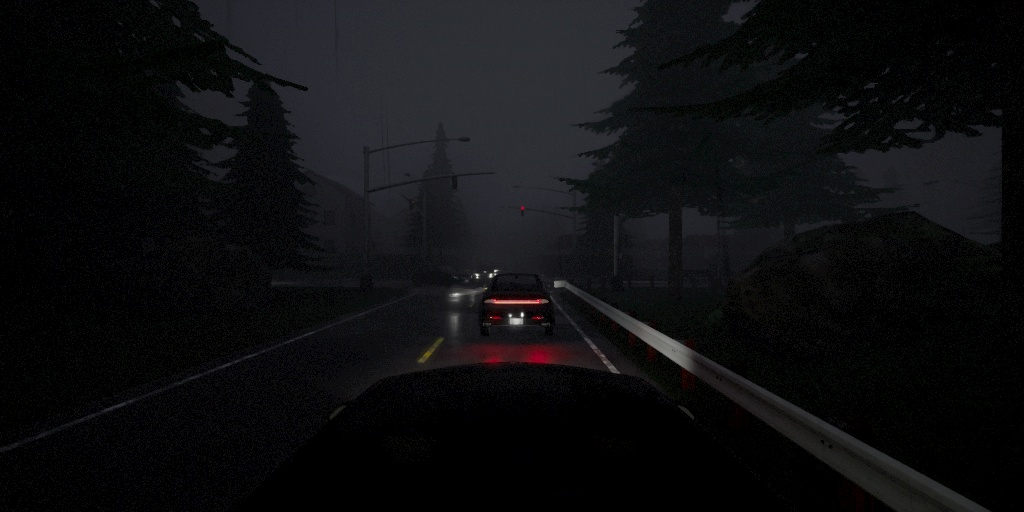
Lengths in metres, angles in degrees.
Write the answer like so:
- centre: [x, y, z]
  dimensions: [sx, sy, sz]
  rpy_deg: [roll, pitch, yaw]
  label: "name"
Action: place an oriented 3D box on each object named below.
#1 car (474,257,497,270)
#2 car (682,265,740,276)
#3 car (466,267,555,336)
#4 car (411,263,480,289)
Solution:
- centre: [-3.224, 1.227, 44.079]
  dimensions: [1.882, 1.535, 5.008]
  rpy_deg: [0, 0, 1]
  label: "car"
- centre: [15.550, 1.336, 28.461]
  dimensions: [4.718, 1.301, 1.895]
  rpy_deg: [0, 0, 1]
  label: "car"
- centre: [0.134, 1.242, 10.395]
  dimensions: [2.128, 1.511, 4.902]
  rpy_deg: [0, 0, 1]
  label: "car"
- centre: [-4.567, 1.263, 23.121]
  dimensions: [4.674, 1.442, 1.812]
  rpy_deg: [0, -1, 37]
  label: "car"
